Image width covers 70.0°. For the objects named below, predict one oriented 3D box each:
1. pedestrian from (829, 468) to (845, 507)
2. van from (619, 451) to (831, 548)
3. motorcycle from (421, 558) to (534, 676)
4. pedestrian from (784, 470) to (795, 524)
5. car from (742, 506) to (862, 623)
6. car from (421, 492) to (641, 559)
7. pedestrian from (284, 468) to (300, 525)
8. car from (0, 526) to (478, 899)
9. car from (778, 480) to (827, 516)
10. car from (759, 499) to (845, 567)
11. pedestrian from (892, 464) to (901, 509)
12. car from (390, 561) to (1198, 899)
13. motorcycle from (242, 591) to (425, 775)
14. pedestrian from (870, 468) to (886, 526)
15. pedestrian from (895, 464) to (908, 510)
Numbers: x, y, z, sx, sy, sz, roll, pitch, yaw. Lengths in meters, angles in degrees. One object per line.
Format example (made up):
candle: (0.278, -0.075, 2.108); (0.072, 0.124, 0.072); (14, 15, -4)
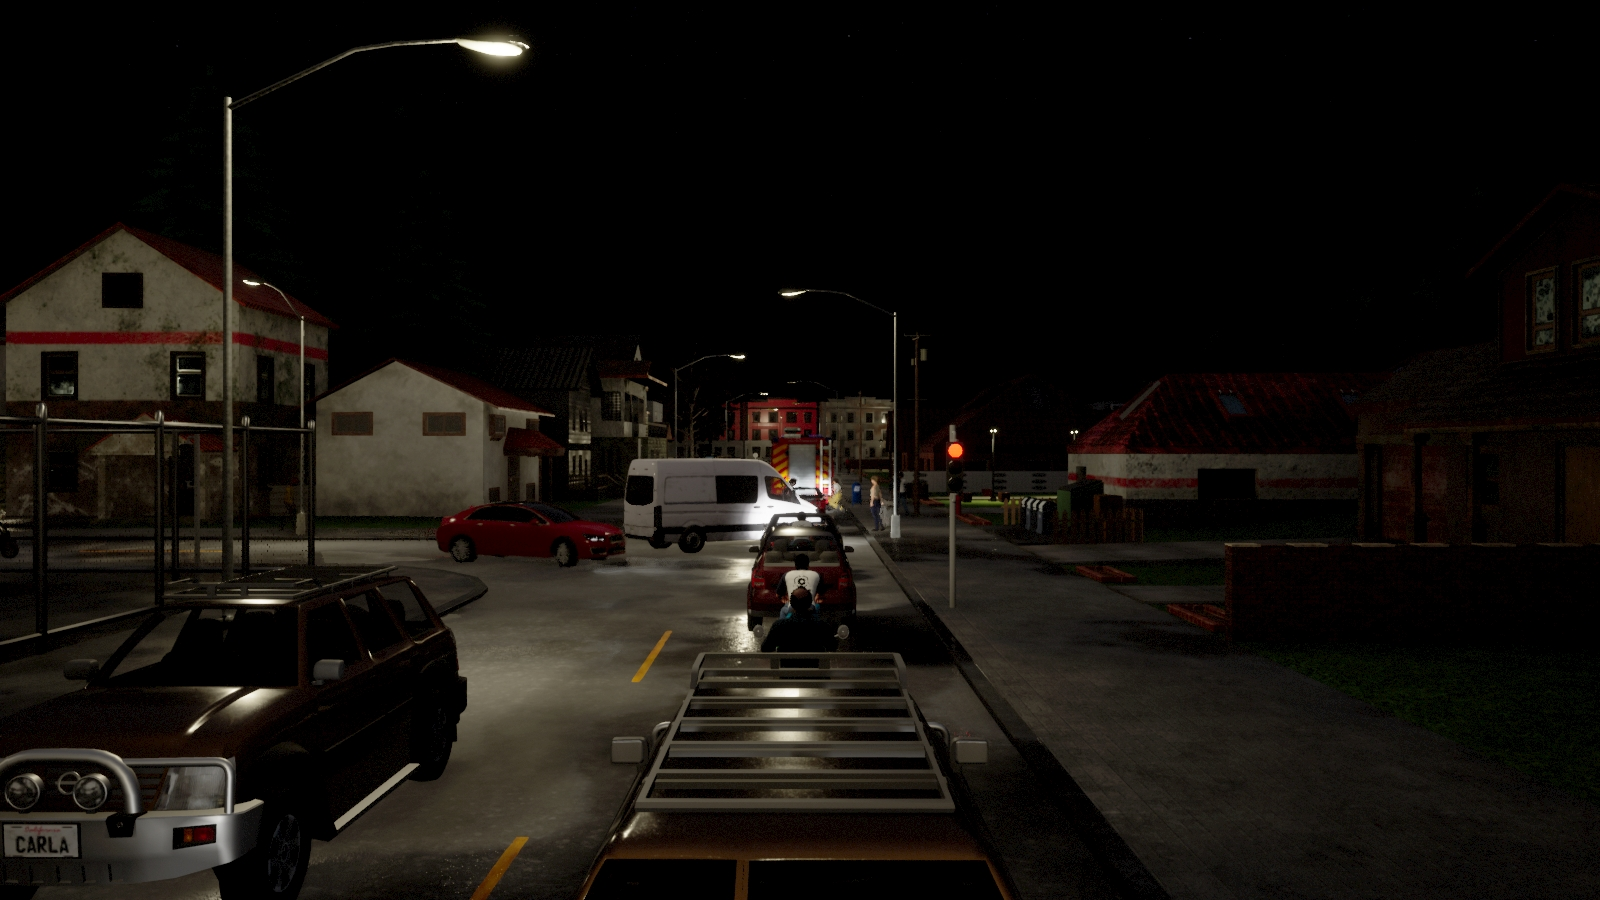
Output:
pedestrian: (1.261, 1.264, 38.906); (0.375, 1.300, 0.375); (0, 0, 32)
van: (-2.053, 1.302, 32.662); (5.915, 2.561, 1.988); (0, 0, -36)
motorcycle: (-3.894, 1.987, 13.966); (0.803, 1.145, 2.033); (0, 0, 0)
pedestrian: (-0.362, 1.613, 39.249); (0.375, 1.860, 0.375); (0, 0, -6)
car: (0.027, 1.798, 18.824); (1.789, 1.549, 3.705); (0, 0, 0)
car: (-6.675, 1.831, 28.421); (4.892, 1.480, 2.231); (0, -1, 20)
pedestrian: (-16.671, 1.510, 37.514); (0.375, 1.860, 0.375); (0, 0, -1)
car: (-3.983, 1.640, 8.349); (1.932, 1.855, 4.605); (0, 0, 0)
car: (0.082, 1.917, 46.531); (1.895, 1.301, 4.718); (0, 0, 0)
car: (0.043, 1.924, 27.447); (1.895, 1.301, 4.718); (0, 0, 0)
pedestrian: (3.986, 1.505, 47.227); (0.375, 1.860, 0.375); (0, 0, 2)
car: (-0.006, 1.641, 5.035); (1.932, 1.855, 4.605); (0, 0, 0)
motorcycle: (-3.994, 1.958, 9.954); (0.856, 1.236, 1.805); (0, 0, 0)
pedestrian: (2.541, 1.512, 37.141); (0.375, 1.860, 0.375); (0, 0, 36)
pedestrian: (4.099, 1.507, 46.352); (0.375, 1.860, 0.375); (0, 0, -30)
